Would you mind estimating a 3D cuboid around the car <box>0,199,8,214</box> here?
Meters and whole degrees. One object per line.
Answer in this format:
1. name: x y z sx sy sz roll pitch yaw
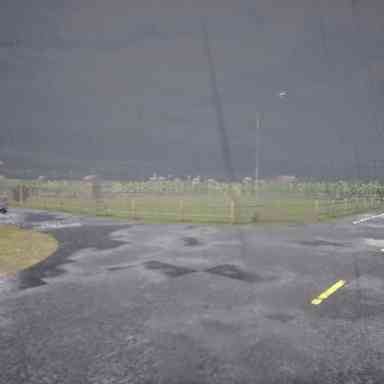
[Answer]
1. car: -17.130 1.062 27.991 4.892 1.490 1.837 1 1 43
